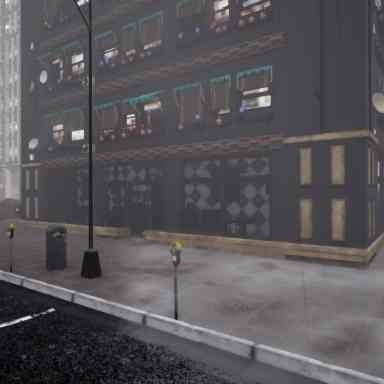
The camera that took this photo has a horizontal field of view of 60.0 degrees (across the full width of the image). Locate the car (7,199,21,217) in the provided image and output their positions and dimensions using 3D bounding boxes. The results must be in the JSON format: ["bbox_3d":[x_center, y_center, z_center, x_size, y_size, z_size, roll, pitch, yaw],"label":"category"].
[{"bbox_3d":[-11.432,1.282,25.742,1.947,1.339,4.313,1,1,35],"label":"car"}]

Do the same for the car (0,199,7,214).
[{"bbox_3d":[-16.195,1.308,29.054,1.994,1.385,4.181,0,1,35],"label":"car"}]
